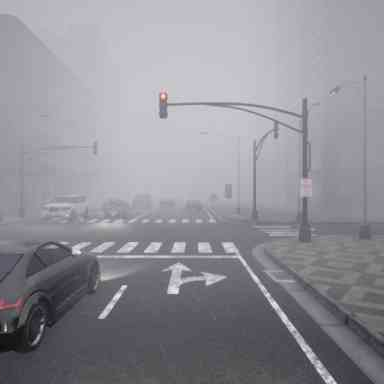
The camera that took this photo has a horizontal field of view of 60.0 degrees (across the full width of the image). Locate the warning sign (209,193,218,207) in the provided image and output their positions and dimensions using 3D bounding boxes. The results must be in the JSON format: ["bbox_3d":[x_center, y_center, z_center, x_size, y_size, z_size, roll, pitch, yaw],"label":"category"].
[{"bbox_3d":[2.975,1.087,46.286,1.300,1.860,1.060,0,0,0],"label":"warning sign"}]

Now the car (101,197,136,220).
[{"bbox_3d":[-6.258,1.483,28.012,2.128,1.511,4.902,0,0,-5],"label":"car"}]

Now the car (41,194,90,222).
[{"bbox_3d":[-9.777,1.214,26.238,2.150,2.045,5.566,0,0,0],"label":"car"}]

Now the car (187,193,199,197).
[{"bbox_3d":[0.230,1.176,63.943,2.150,2.045,5.566,0,0,0],"label":"car"}]

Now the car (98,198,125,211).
[{"bbox_3d":[-9.737,1.471,40.880,2.128,1.511,4.902,0,0,0],"label":"car"}]

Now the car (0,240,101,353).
[{"bbox_3d":[-3.133,1.562,6.139,1.994,1.385,4.181,0,0,0],"label":"car"}]

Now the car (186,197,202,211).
[{"bbox_3d":[0.213,1.580,40.272,1.895,1.301,4.718,0,0,0],"label":"car"}]

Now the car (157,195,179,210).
[{"bbox_3d":[-3.033,1.454,42.821,1.882,1.535,5.008,0,0,0],"label":"car"}]

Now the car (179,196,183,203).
[{"bbox_3d":[-2.991,1.454,67.113,1.837,1.490,4.892,0,0,0],"label":"car"}]

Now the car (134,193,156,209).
[{"bbox_3d":[-6.477,1.196,44.191,2.150,2.045,5.566,0,0,0],"label":"car"}]

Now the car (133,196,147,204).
[{"bbox_3d":[-9.637,1.479,61.832,1.812,1.442,4.674,0,0,1],"label":"car"}]
